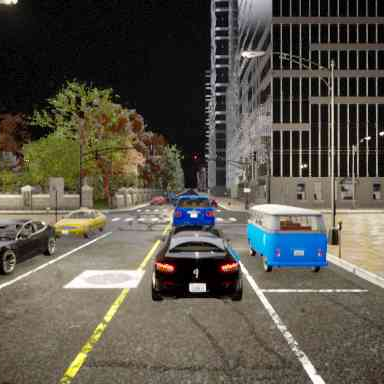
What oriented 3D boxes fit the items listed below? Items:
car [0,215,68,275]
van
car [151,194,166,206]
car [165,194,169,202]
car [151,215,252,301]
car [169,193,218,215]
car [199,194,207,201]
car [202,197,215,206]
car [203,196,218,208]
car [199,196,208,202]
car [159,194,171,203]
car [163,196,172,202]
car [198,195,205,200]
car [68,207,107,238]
[{"bbox_3d":[-5.775,1.562,10.438,1.947,1.339,4.313,0,0,0],"label":"car"},{"bbox_3d":[2.769,1.337,10.444,1.690,1.788,3.998,0,0,0],"label":"van"},{"bbox_3d":[-5.717,1.515,54.243,1.887,1.381,4.507,0,0,0],"label":"car"},{"bbox_3d":[-5.721,1.518,59.926,2.008,1.369,4.403,0,0,0],"label":"car"},{"bbox_3d":[0.098,1.523,8.168,1.812,1.442,4.674,0,0,0],"label":"car"},{"bbox_3d":[0.091,1.213,18.518,2.150,2.045,5.566,0,0,0],"label":"car"},{"bbox_3d":[2.649,1.384,82.655,1.967,1.590,4.097,0,0,0],"label":"car"},{"bbox_3d":[2.663,1.536,54.250,1.947,1.339,4.313,0,0,0],"label":"car"},{"bbox_3d":[2.667,1.414,48.569,1.967,1.590,4.097,0,0,0],"label":"car"},{"bbox_3d":[2.652,1.518,76.974,1.947,1.339,4.313,0,0,0],"label":"car"},{"bbox_3d":[-5.726,1.274,71.292,2.192,1.841,5.009,0,0,0],"label":"car"},{"bbox_3d":[-5.730,1.534,76.974,1.802,1.307,4.206,0,0,0],"label":"car"},{"bbox_3d":[2.643,1.449,94.191,1.752,1.417,4.829,0,0,0],"label":"car"},{"bbox_3d":[-5.827,1.517,17.672,1.752,1.417,4.829,0,0,0],"label":"car"}]
